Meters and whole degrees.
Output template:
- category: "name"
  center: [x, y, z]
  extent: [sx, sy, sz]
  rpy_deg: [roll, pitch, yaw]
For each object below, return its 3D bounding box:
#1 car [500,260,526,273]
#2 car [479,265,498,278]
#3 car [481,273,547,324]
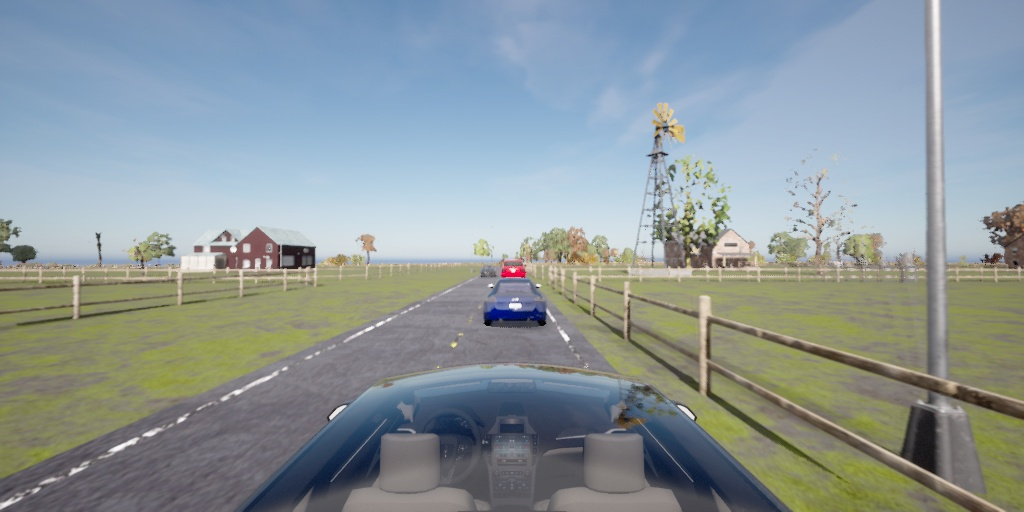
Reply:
- category: "car"
  center: [0.114, 1.365, 32.319]
  extent: [2.150, 2.045, 5.566]
  rpy_deg: [0, 0, 0]
- category: "car"
  center: [-2.770, 1.779, 42.832]
  extent: [1.837, 1.490, 4.892]
  rpy_deg: [0, -1, 1]
- category: "car"
  center: [0.095, 1.455, 12.542]
  extent: [1.994, 1.385, 4.181]
  rpy_deg: [0, -1, 0]
